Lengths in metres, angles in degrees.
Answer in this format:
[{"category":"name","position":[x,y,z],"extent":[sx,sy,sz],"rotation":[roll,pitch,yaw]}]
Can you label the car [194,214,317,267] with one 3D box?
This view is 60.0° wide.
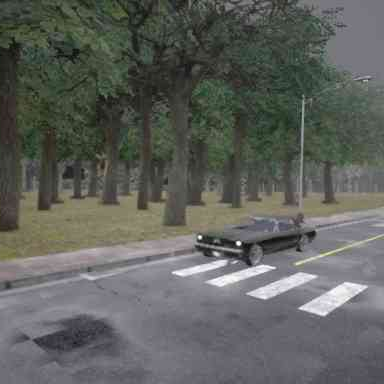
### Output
[{"category":"car","position":[2.256,1.444,11.041],"extent":[1.895,1.301,4.718],"rotation":[2,2,45]}]
